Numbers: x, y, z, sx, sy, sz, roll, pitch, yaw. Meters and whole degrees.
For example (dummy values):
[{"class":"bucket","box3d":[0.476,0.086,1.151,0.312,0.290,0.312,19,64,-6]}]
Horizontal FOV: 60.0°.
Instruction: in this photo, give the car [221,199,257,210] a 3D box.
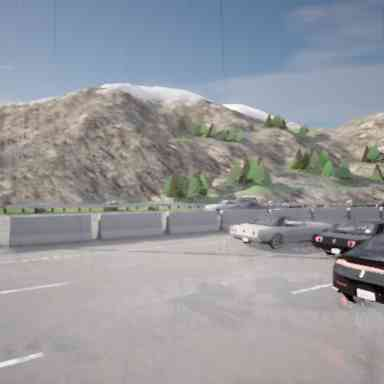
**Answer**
[{"class":"car","box3d":[5.255,1.644,31.462,4.181,1.385,1.994,0,0,-27]}]

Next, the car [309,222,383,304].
[{"class":"car","box3d":[4.982,1.538,6.904,4.902,1.511,2.128,0,0,-32]}]

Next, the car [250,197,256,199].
[{"class":"car","box3d":[5.912,1.448,39.642,4.553,1.767,2.097,0,0,-26]}]

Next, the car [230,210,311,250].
[{"class":"car","box3d":[4.063,1.650,14.572,4.718,1.301,1.895,0,0,-31]}]

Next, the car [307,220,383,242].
[{"class":"car","box3d":[6.626,1.667,12.026,4.718,1.301,1.895,0,0,-31]}]

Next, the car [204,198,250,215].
[{"class":"car","box3d":[3.460,1.596,34.475,4.674,1.442,1.812,0,0,-27]}]

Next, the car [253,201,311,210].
[{"class":"car","box3d":[8.047,1.700,29.009,4.718,1.301,1.895,0,0,-27]}]
